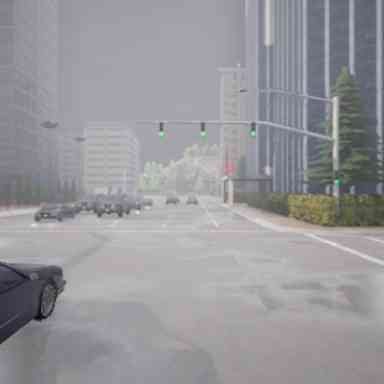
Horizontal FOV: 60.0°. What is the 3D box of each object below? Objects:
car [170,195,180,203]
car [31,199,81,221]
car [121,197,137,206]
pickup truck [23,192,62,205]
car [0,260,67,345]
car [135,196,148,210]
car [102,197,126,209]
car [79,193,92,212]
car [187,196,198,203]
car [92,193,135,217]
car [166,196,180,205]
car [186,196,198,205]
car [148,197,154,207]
[{"bbox_3d":[-3.426,1.440,67.534,1.812,1.442,4.674,0,0,0],"label":"car"},{"bbox_3d":[-10.697,1.536,26.284,1.994,1.385,4.181,0,0,0],"label":"car"},{"bbox_3d":[-10.476,1.498,55.546,1.994,1.385,4.181,0,0,0],"label":"car"},{"bbox_3d":[-23.611,1.004,52.434,2.390,2.098,6.274,0,0,31],"label":"pickup truck"},{"bbox_3d":[-3.428,1.544,4.227,2.033,1.411,5.357,0,0,0],"label":"car"},{"bbox_3d":[-7.120,1.303,40.813,2.097,1.767,4.553,0,0,1],"label":"car"},{"bbox_3d":[-10.574,1.438,45.566,2.128,1.511,4.902,0,0,1],"label":"car"},{"bbox_3d":[-10.651,1.181,35.618,2.150,2.045,5.566,0,0,0],"label":"car"},{"bbox_3d":[0.074,1.459,67.534,2.033,1.411,5.357,0,0,0],"label":"car"},{"bbox_3d":[-7.183,1.185,31.063,2.150,2.045,5.566,0,0,0],"label":"car"},{"bbox_3d":[-3.460,1.433,57.365,1.837,1.490,4.892,0,0,0],"label":"car"},{"bbox_3d":[0.039,1.489,57.758,1.994,1.385,4.181,0,0,0],"label":"car"},{"bbox_3d":[-6.998,1.502,50.859,1.994,1.385,4.181,0,0,1],"label":"car"}]
